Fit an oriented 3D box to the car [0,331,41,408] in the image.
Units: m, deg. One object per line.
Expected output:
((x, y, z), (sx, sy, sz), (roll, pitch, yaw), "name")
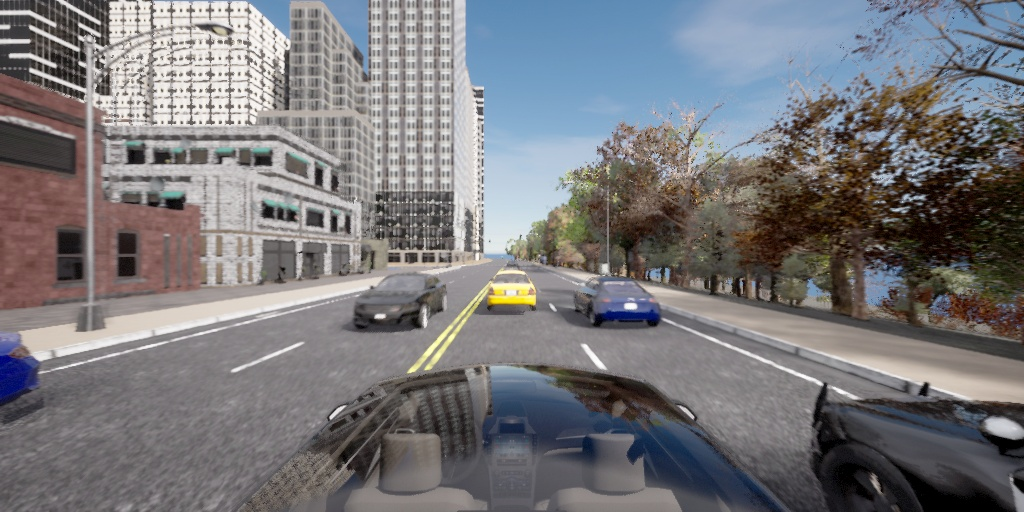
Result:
((-6.601, 1.278, 2.349), (1.812, 1.442, 4.674), (0, 0, 0), "car")

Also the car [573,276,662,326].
((3.249, 1.357, 11.829), (1.994, 1.385, 4.181), (0, 0, 0), "car")

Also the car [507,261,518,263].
((0.083, 1.411, 46.304), (1.837, 1.490, 4.892), (0, 0, 0), "car")

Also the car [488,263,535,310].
((-0.015, 1.261, 14.988), (1.801, 1.575, 5.366), (0, 0, 0), "car")

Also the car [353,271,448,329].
((-3.350, 1.269, 11.631), (1.882, 1.535, 5.008), (0, 0, 0), "car")

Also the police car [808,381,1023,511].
((3.249, 1.252, 0.829), (2.038, 1.542, 4.974), (0, 0, 0), "police car")
